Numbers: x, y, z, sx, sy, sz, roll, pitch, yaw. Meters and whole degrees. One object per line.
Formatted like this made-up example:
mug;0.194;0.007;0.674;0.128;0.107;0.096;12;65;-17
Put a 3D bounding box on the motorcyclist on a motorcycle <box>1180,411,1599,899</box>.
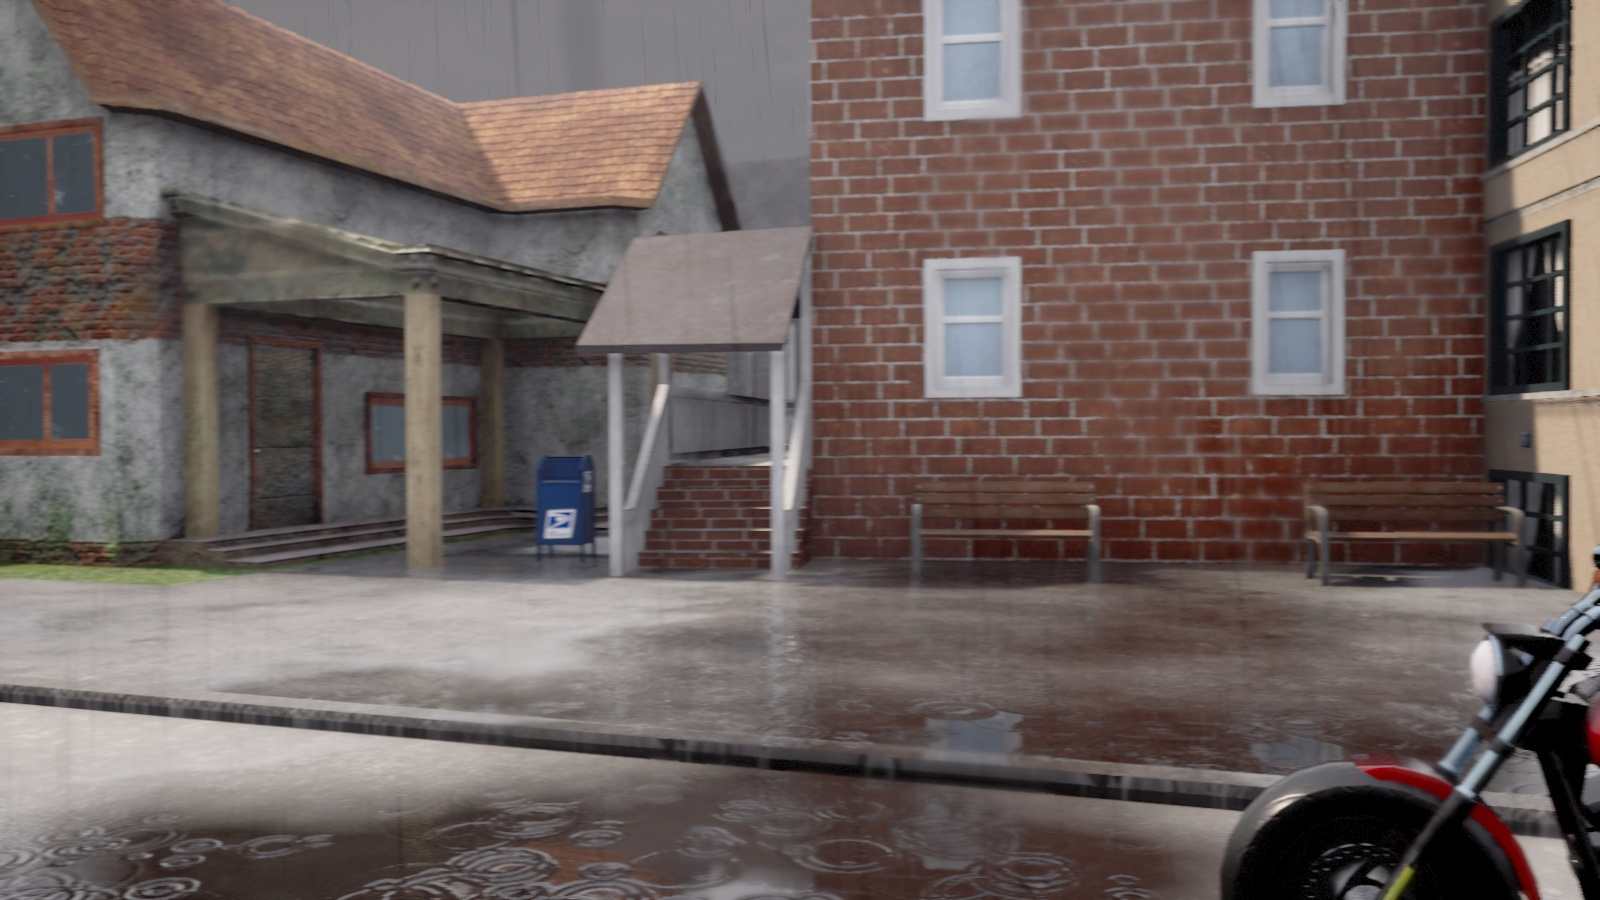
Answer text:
motorcyclist on a motorcycle;2.149;0.737;2.997;2.350;1.649;0.766;0;1;19
